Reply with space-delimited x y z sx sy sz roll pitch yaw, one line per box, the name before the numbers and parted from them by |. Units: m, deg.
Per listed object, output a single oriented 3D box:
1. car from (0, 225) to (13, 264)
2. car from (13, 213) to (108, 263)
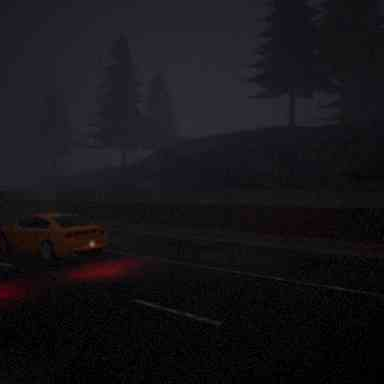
car | -7.278 1.487 9.368 5.008 1.535 1.882 0 0 37
car | -5.191 1.501 12.178 5.008 1.535 1.882 0 0 37
